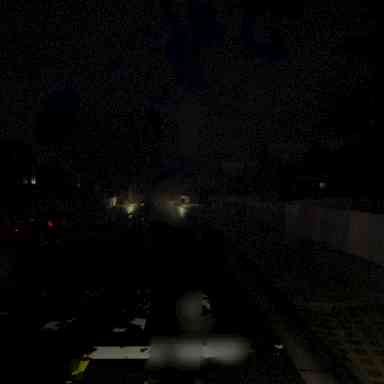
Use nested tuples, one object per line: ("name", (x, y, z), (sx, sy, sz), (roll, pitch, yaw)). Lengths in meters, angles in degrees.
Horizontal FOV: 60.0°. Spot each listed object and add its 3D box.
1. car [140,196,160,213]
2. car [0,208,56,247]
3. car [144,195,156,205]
("car", (-4.773, 1.398, 37.901), (2.097, 1.767, 4.553), (0, 0, -6))
("car", (-8.469, 1.557, 14.494), (4.553, 1.767, 2.097), (-2, 0, -31))
("car", (-7.949, 1.475, 62.623), (2.097, 1.767, 4.553), (0, 0, -9))
